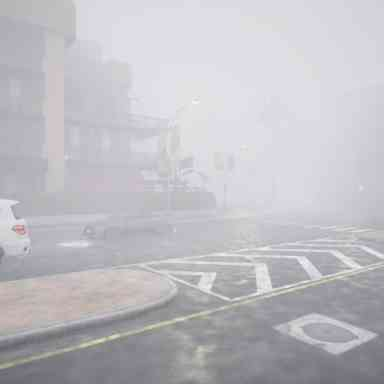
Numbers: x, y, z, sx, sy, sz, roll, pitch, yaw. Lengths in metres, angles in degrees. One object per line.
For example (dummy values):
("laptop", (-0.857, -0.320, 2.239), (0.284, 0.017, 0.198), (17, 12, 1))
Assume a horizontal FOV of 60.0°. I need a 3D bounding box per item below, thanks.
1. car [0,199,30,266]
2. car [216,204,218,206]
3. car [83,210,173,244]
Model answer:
("car", (-7.294, 1.221, 8.624), (5.566, 2.045, 2.150), (0, 0, -35))
("car", (1.530, 1.547, 49.358), (2.033, 1.411, 5.357), (0, 0, -35))
("car", (-3.002, 1.564, 15.987), (4.181, 1.385, 1.994), (0, 0, -36))
